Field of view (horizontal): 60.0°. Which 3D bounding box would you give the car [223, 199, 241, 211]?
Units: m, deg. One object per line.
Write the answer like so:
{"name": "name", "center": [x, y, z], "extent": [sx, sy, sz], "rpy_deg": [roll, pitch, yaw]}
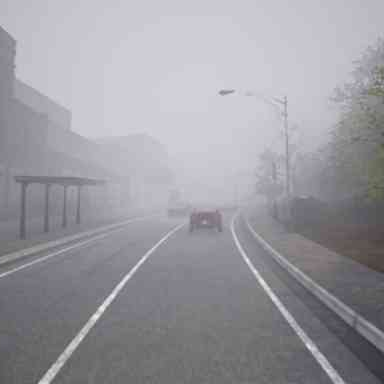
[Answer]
{"name": "car", "center": [4.591, 1.589, 41.414], "extent": [1.812, 1.442, 4.674], "rpy_deg": [-2, 0, 14]}

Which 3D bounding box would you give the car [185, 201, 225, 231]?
{"name": "car", "center": [0.950, 1.530, 20.832], "extent": [1.882, 1.535, 5.008], "rpy_deg": [-1, 0, 5]}

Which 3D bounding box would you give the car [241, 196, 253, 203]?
{"name": "car", "center": [11.779, 1.602, 71.406], "extent": [2.128, 1.511, 4.902], "rpy_deg": [-3, -1, 26]}

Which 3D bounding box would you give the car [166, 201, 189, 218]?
{"name": "car", "center": [-1.110, 1.612, 32.559], "extent": [1.882, 1.535, 5.008], "rpy_deg": [-1, 0, 10]}
